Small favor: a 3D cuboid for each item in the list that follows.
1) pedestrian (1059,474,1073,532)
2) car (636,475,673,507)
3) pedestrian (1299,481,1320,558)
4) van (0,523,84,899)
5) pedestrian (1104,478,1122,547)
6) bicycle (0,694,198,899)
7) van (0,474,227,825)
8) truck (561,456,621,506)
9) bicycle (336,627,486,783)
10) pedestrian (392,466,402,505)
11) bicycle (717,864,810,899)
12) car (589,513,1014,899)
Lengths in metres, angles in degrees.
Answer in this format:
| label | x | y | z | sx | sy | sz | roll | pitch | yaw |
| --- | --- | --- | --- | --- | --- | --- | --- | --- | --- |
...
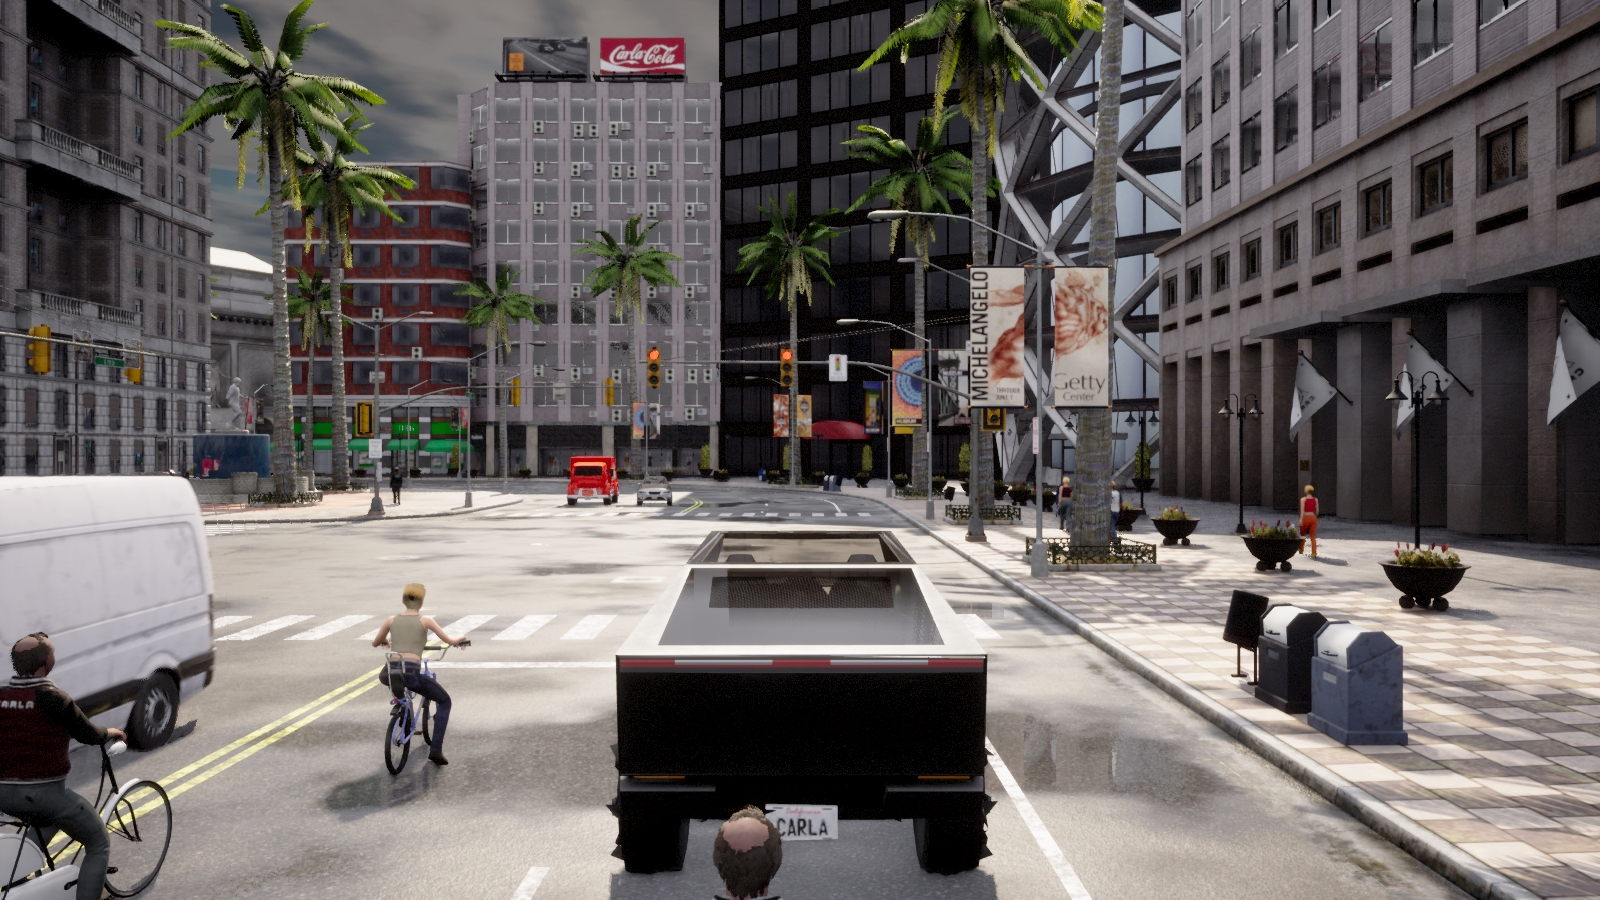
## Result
| label | x | y | z | sx | sy | sz | roll | pitch | yaw |
| --- | --- | --- | --- | --- | --- | --- | --- | --- | --- |
| pedestrian | 8.526 | 1.698 | 36.593 | 0.375 | 1.860 | 0.375 | 0 | 0 | 1 |
| car | -7.460 | 2.066 | 58.811 | 1.816 | 1.474 | 4.193 | 0 | 0 | -7 |
| pedestrian | 12.488 | 1.704 | 27.997 | 0.375 | 1.860 | 0.375 | 0 | 0 | 4 |
| van | -3.501 | 1.534 | 1.043 | 1.988 | 2.561 | 5.915 | 0 | 0 | 0 |
| pedestrian | 8.495 | 1.694 | 31.022 | 0.375 | 1.860 | 0.375 | 0 | 0 | -2 |
| bicycle | -4.243 | 2.210 | 6.662 | 0.329 | 1.171 | 1.835 | 0 | 0 | 6 |
| van | -6.994 | 1.534 | 8.997 | 1.988 | 2.561 | 5.915 | 0 | 0 | 0 |
| truck | -10.821 | 1.568 | 59.475 | 2.627 | 2.467 | 5.204 | 0 | 0 | -5 |
| bicycle | -3.473 | 2.256 | 10.347 | 0.859 | 1.080 | 1.487 | 0 | 0 | 0 |
| pedestrian | -19.385 | 1.696 | 54.900 | 0.375 | 1.860 | 0.375 | 0 | 0 | -32 |
| bicycle | -0.147 | 2.210 | 3.549 | 0.329 | 1.171 | 1.835 | 0 | 0 | 1 |
| car | 0.011 | 1.753 | 9.550 | 2.390 | 2.098 | 6.274 | 0 | 0 | 0 |
